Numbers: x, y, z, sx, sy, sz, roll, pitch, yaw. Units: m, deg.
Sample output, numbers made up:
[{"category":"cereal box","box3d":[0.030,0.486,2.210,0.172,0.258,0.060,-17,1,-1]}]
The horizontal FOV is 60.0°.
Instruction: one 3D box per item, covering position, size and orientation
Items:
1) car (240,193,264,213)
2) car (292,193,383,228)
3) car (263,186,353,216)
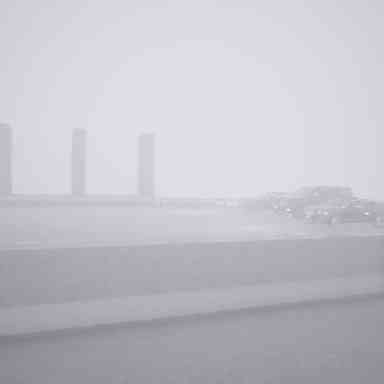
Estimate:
[{"category":"car","box3d":[5.849,0.707,24.179,4.902,1.511,2.128,1,2,-19]},{"category":"car","box3d":[8.173,1.027,17.585,4.902,1.511,2.128,1,2,-19]},{"category":"car","box3d":[7.720,0.608,21.120,5.566,2.045,2.150,1,2,-19]}]
